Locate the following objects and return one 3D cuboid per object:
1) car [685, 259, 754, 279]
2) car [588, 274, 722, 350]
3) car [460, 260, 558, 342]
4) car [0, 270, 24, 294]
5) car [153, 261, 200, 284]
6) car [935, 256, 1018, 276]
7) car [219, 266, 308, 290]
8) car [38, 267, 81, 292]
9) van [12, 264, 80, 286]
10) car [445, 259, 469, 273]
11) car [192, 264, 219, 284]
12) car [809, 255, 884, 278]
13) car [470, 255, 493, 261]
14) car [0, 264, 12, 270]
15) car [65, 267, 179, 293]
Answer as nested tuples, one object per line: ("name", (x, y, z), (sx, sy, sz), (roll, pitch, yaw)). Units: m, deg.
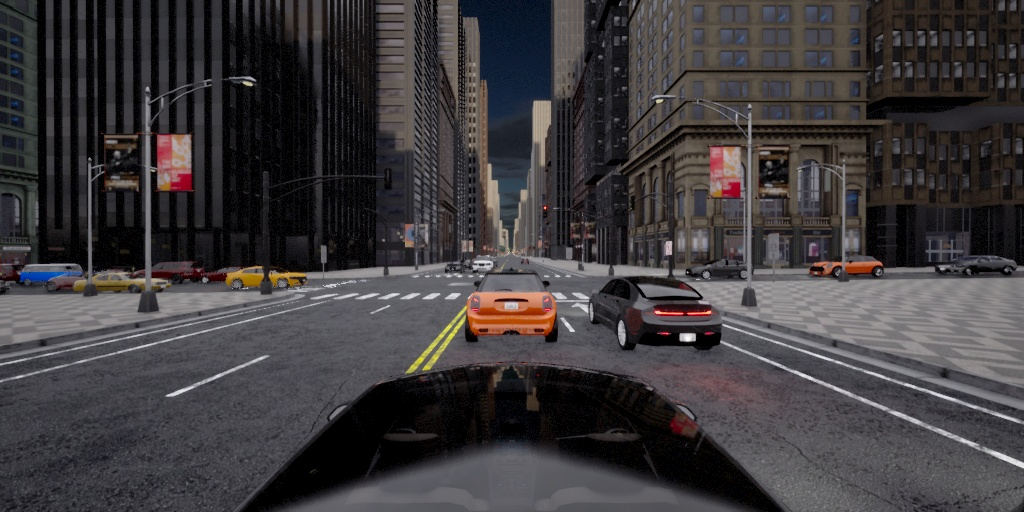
("car", (16.129, 1.003, 27.975), (4.892, 1.490, 1.837), (-1, 0, 0))
("car", (3.236, 1.254, 9.036), (1.837, 1.490, 4.892), (0, 0, 0))
("car", (-0.006, 1.101, 9.897), (2.097, 1.767, 4.553), (0, 0, 0))
("car", (-33.819, 1.751, 22.083), (4.403, 1.370, 2.007), (0, 0, 0))
("car", (-29.125, 1.414, 30.617), (5.009, 1.841, 2.192), (0, 0, 0))
("car", (36.092, 0.724, 27.979), (4.902, 1.511, 2.128), (-1, 0, 0))
("car", (-16.738, 1.434, 24.632), (5.008, 1.535, 1.882), (-1, 0, 2))
("car", (-29.181, 1.690, 24.754), (4.181, 1.385, 1.994), (-1, 0, 1))
("van", (-39.299, 1.578, 30.628), (3.998, 1.789, 1.690), (0, 0, 0))
("car", (-6.692, 1.295, 42.450), (1.994, 1.385, 4.181), (0, 0, 0))
("car", (-24.037, 1.576, 30.611), (4.507, 1.381, 1.888), (0, 0, 0))
("car", (25.956, 0.719, 27.978), (4.553, 1.767, 2.097), (-1, 0, 0))
("car", (-3.444, 0.952, 43.292), (2.150, 2.045, 5.566), (0, 0, 0))
("car", (-44.386, 1.621, 30.634), (5.009, 1.841, 2.192), (0, 0, 0))
("car", (-23.878, 1.593, 22.084), (4.829, 1.417, 1.751), (0, 0, 0))
